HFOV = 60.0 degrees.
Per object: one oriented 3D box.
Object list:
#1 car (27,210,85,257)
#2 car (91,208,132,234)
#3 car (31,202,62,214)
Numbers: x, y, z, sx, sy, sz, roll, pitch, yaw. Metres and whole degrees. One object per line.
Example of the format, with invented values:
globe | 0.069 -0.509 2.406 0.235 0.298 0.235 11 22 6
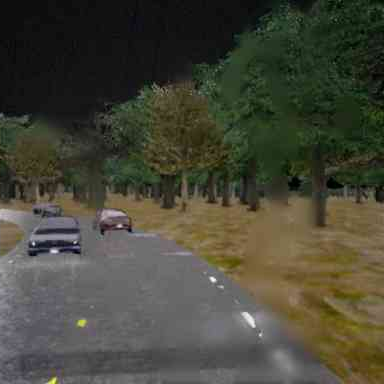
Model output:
car | -5.596 1.698 14.064 2.033 1.411 5.357 0 -1 -18
car | -5.044 1.752 20.787 1.812 1.442 4.674 1 -1 -25
car | -15.454 1.808 35.265 2.128 1.511 4.902 1 -1 -43
